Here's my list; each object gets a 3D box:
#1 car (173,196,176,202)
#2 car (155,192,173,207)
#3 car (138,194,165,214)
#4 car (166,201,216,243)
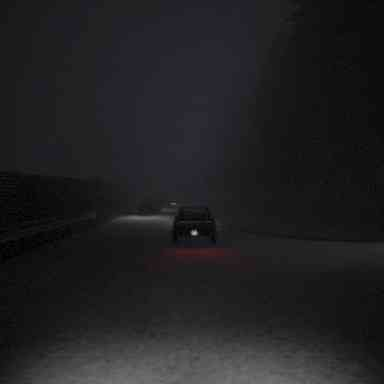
[{"bbox_3d":[-3.981,1.240,58.786,1.994,1.385,4.181,0,0,3],"label":"car"},{"bbox_3d":[-4.067,0.978,44.259,2.150,2.045,5.566,0,0,0],"label":"car"},{"bbox_3d":[-4.087,1.297,32.584,1.882,1.535,5.008,0,0,0],"label":"car"},{"bbox_3d":[0.101,1.405,15.627,2.128,1.511,4.902,0,0,0],"label":"car"}]
